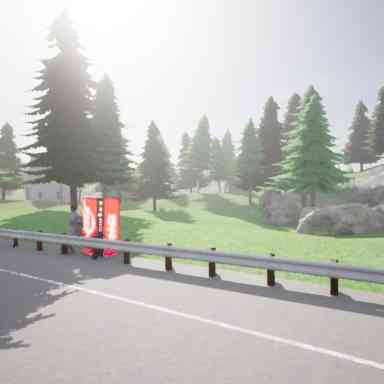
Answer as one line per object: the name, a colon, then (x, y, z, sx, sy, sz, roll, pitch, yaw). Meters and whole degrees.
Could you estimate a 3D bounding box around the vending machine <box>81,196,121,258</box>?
vending machine: (-3.291, 1.192, 12.045, 0.880, 2.100, 1.100, 0, 0, 33)

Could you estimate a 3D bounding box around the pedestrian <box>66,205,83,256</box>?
pedestrian: (-4.206, 1.290, 11.939, 0.375, 1.860, 0.375, 0, 0, 32)
